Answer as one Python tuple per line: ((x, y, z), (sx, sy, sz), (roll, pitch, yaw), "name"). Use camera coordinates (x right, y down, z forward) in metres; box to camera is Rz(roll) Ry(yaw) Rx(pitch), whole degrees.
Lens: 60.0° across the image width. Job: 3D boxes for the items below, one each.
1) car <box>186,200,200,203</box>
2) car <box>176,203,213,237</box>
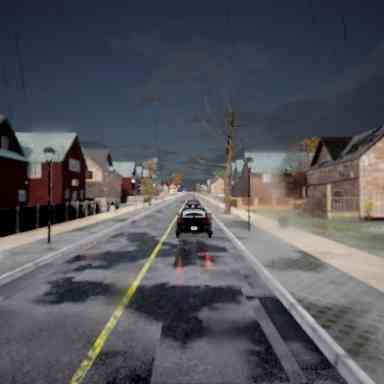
((0.098, 1.550, 36.501), (2.033, 1.411, 5.357), (0, 0, 0), "car")
((0.099, 1.530, 17.832), (1.812, 1.442, 4.674), (0, 0, 0), "car")
